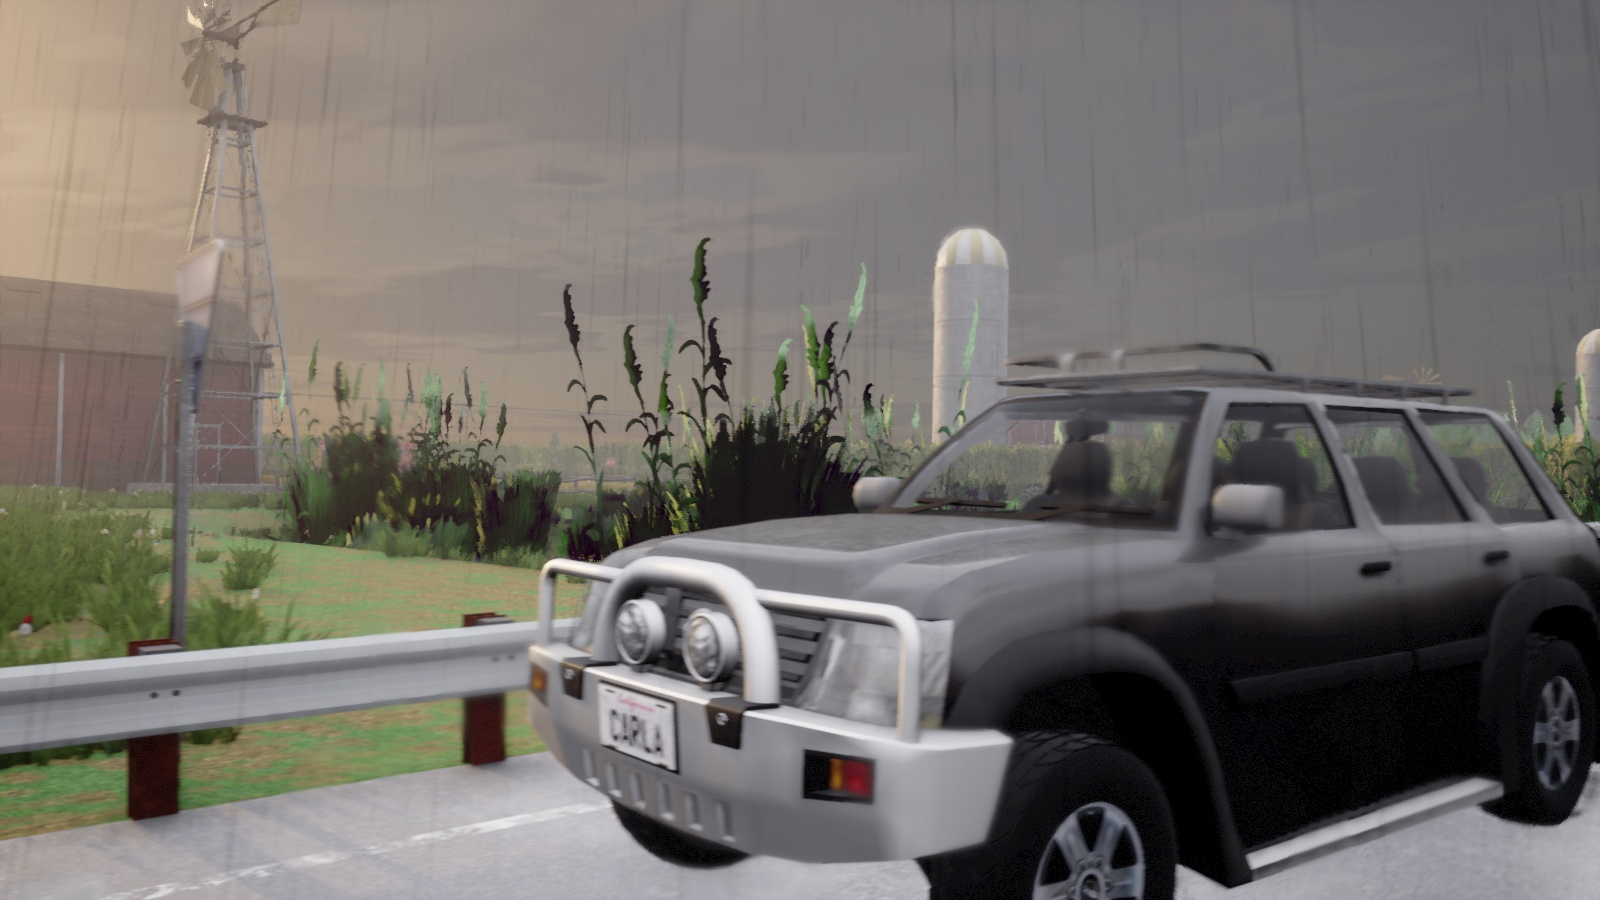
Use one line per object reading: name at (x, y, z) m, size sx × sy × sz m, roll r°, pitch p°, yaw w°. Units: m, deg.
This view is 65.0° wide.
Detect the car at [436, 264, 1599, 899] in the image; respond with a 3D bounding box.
car at (1.235, 0.570, 4.726) m, size 4.605 × 1.855 × 1.932 m, roll 1°, pitch -1°, yaw -38°
